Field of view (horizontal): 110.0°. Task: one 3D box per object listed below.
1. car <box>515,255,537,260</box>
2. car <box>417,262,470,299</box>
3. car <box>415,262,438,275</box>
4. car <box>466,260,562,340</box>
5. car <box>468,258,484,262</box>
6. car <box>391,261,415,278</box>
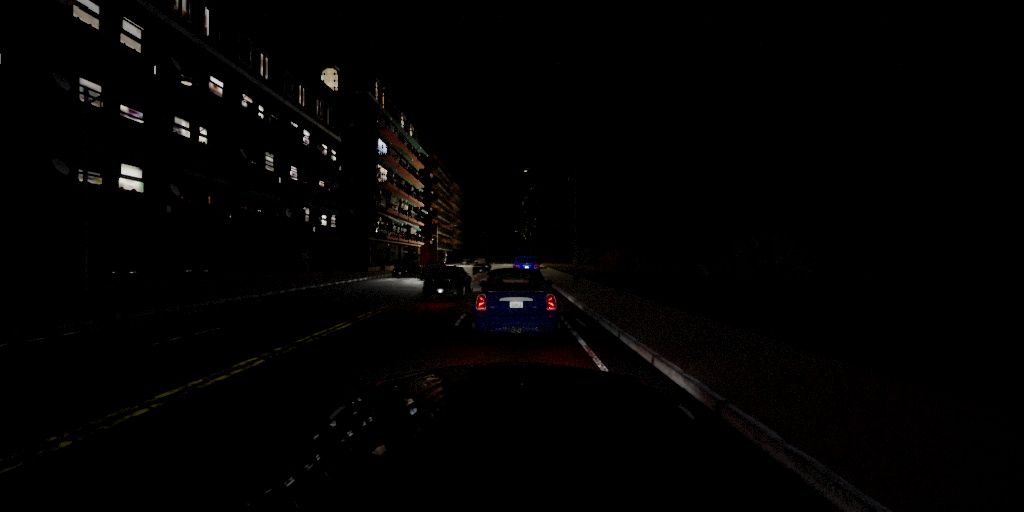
[{"bbox_3d":[1.135,0.978,30.053,2.150,2.045,5.566,0,0,0],"label":"car"},{"bbox_3d":[-3.153,1.258,18.177,1.837,1.490,4.892,0,0,0],"label":"car"},{"bbox_3d":[-6.604,1.279,30.792,1.812,1.442,4.674,0,0,0],"label":"car"},{"bbox_3d":[0.097,1.103,10.099,2.097,1.767,4.553,0,0,0],"label":"car"},{"bbox_3d":[-3.153,1.246,38.637,2.128,1.511,4.902,0,0,0],"label":"car"},{"bbox_3d":[-9.854,1.258,33.933,1.837,1.490,4.892,0,0,0],"label":"car"}]
